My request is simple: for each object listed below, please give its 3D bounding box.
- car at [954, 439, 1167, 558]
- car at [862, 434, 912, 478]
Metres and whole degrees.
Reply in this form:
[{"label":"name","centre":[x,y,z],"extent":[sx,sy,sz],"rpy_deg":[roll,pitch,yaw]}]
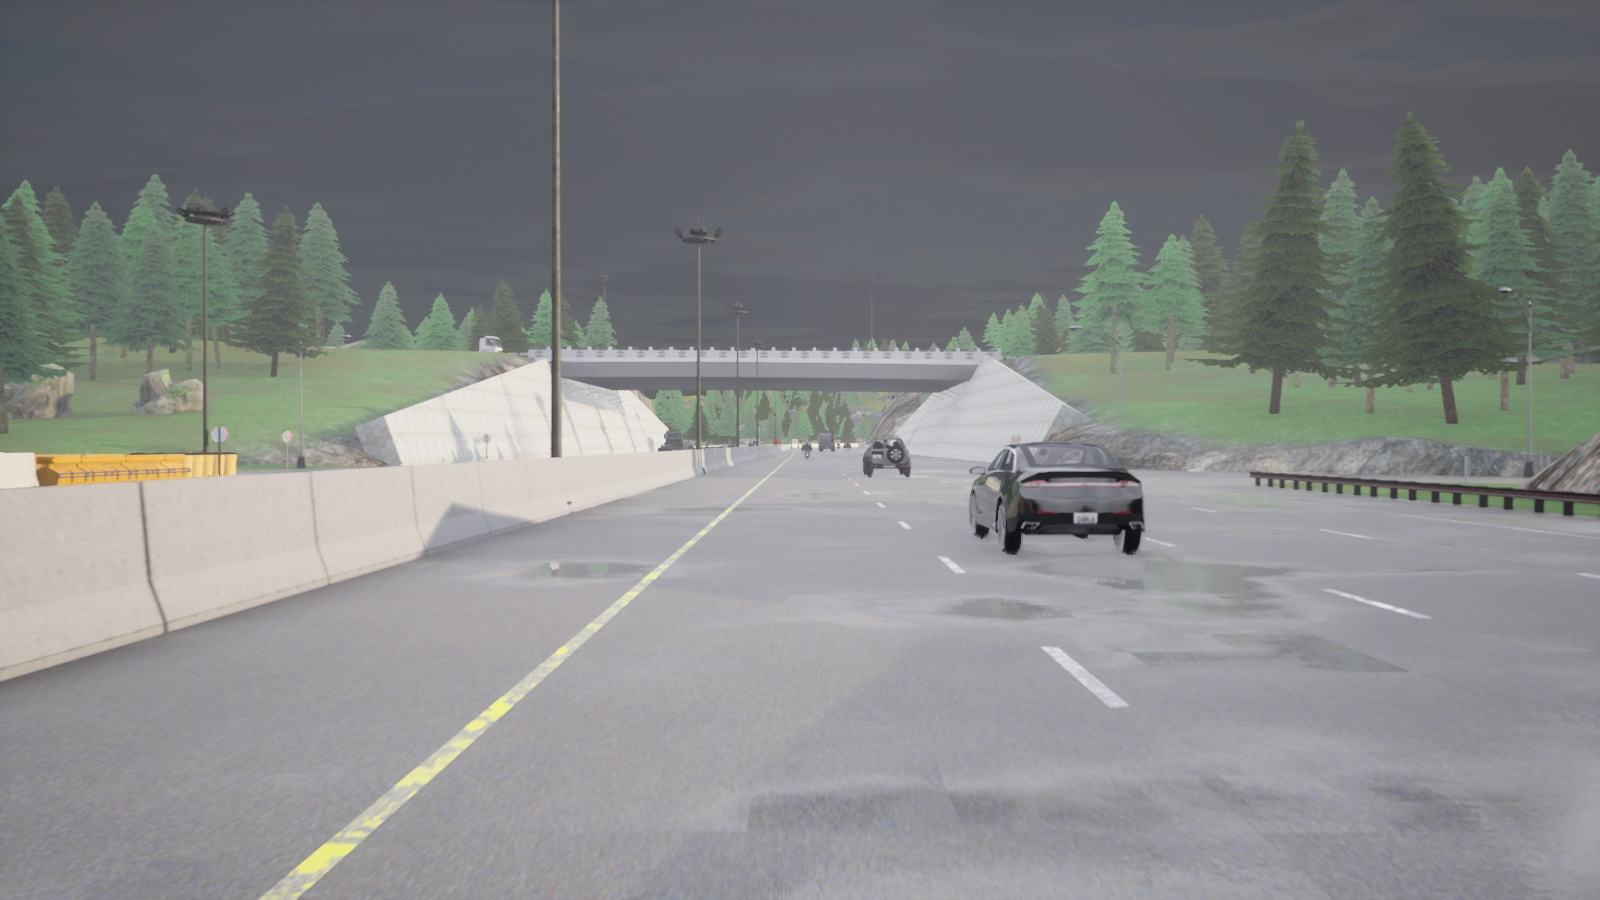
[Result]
[{"label":"car","centre":[3.620,0.602,18.438],"extent":[2.128,1.511,4.902],"rpy_deg":[0,0,0]},{"label":"car","centre":[3.835,0.250,56.122],"extent":[1.932,1.855,4.605],"rpy_deg":[0,0,0]}]
